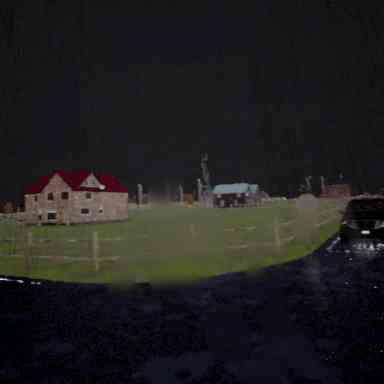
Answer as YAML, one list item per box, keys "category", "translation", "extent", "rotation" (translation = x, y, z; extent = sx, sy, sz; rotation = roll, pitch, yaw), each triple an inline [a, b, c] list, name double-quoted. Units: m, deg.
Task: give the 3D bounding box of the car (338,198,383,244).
- category: "car"
  translation: [8.645, 1.335, 16.395]
  extent: [2.150, 2.045, 5.566]
  rotation: [-3, -2, 30]
